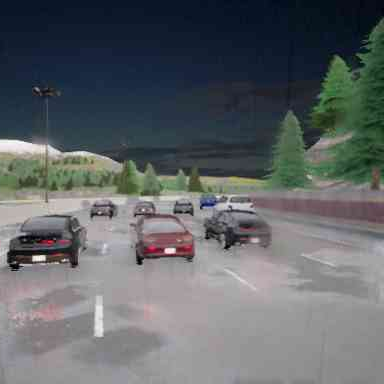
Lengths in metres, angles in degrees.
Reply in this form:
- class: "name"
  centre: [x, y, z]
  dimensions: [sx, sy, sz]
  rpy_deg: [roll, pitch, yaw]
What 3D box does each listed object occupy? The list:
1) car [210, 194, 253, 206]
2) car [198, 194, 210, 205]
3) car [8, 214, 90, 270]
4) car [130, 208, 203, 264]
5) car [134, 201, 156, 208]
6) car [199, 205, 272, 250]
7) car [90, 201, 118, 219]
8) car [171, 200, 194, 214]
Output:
- class: "car"
  centre: [3.206, 1.256, 26.469]
  dimensions: [2.150, 2.045, 5.566]
  rpy_deg: [0, -1, -7]
- class: "car"
  centre: [2.072, 1.272, 44.346]
  dimensions: [2.150, 2.045, 5.566]
  rpy_deg: [0, 0, 0]
- class: "car"
  centre: [-4.601, 1.495, 11.095]
  dimensions: [1.837, 1.490, 4.892]
  rpy_deg: [0, 0, -14]
- class: "car"
  centre: [-1.186, 1.532, 11.847]
  dimensions: [1.812, 1.442, 4.674]
  rpy_deg: [0, 0, -14]
- class: "car"
  centre: [-4.258, 1.555, 29.891]
  dimensions: [2.033, 1.411, 5.357]
  rpy_deg: [0, 0, -6]
- class: "car"
  centre: [1.785, 1.527, 14.569]
  dimensions: [1.837, 1.490, 4.892]
  rpy_deg: [0, 0, -13]
- class: "car"
  centre: [-7.630, 1.483, 29.031]
  dimensions: [2.128, 1.511, 4.902]
  rpy_deg: [0, 0, -6]
- class: "car"
  centre: [-0.932, 1.516, 32.409]
  dimensions: [2.128, 1.511, 4.902]
  rpy_deg: [0, 0, -5]
